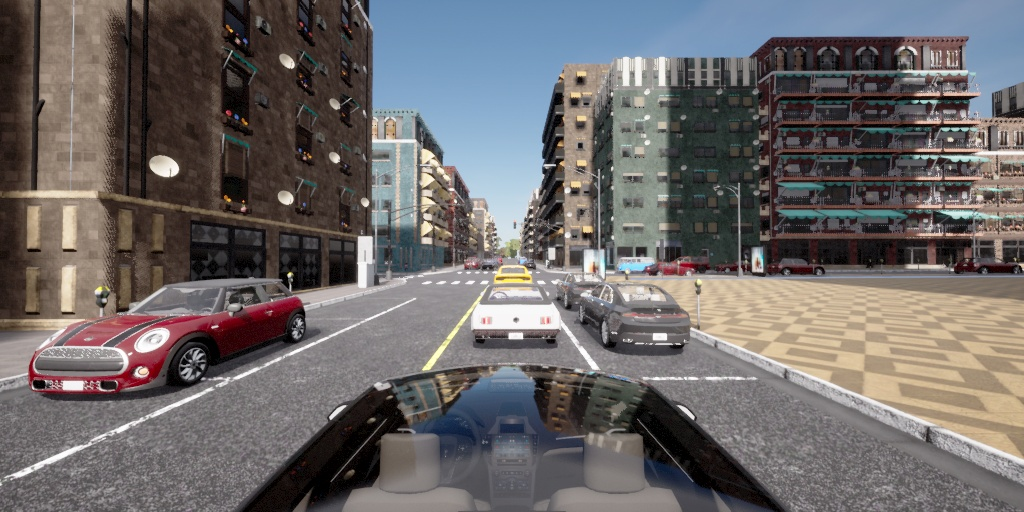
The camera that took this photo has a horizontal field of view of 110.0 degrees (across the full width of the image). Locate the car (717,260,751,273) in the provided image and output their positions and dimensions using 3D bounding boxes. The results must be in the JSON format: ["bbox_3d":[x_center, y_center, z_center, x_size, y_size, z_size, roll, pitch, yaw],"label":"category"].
[{"bbox_3d":[24.739,1.165,39.550,4.507,1.381,1.888,0,0,0],"label":"car"}]

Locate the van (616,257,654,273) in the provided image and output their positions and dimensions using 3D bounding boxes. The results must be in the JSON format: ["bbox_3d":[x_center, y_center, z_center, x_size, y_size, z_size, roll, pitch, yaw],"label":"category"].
[{"bbox_3d":[13.683,1.046,39.604,3.998,1.789,1.690,0,0,0],"label":"van"}]

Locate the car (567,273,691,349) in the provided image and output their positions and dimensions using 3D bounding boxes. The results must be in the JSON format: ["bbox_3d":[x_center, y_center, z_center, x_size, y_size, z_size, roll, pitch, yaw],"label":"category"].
[{"bbox_3d":[2.804,1.303,9.002,2.007,1.370,4.403,0,0,0],"label":"car"}]

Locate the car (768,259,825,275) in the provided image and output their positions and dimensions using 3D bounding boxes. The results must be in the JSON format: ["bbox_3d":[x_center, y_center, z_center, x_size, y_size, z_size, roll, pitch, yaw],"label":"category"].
[{"bbox_3d":[24.696,0.936,31.170,4.097,1.591,1.967,0,0,0],"label":"car"}]

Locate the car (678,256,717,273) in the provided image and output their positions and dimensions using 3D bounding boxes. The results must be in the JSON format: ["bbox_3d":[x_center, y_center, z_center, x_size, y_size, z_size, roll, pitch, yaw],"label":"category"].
[{"bbox_3d":[19.211,0.977,39.577,5.009,1.841,2.192,0,0,0],"label":"car"}]

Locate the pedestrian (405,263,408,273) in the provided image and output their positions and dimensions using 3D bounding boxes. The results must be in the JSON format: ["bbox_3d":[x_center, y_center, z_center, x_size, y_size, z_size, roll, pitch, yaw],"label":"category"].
[{"bbox_3d":[-12.623,1.097,42.694,0.375,1.860,0.375,0,0,0],"label":"pedestrian"}]

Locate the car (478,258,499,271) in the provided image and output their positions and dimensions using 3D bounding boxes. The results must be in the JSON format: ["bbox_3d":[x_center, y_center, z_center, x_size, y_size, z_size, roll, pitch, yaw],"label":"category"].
[{"bbox_3d":[-3.228,1.368,50.455,1.895,1.301,4.718,0,0,1],"label":"car"}]

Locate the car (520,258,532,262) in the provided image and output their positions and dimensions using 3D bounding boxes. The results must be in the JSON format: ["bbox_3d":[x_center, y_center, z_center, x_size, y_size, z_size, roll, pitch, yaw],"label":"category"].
[{"bbox_3d":[2.574,1.334,52.764,1.948,1.339,4.313,0,0,0],"label":"car"}]

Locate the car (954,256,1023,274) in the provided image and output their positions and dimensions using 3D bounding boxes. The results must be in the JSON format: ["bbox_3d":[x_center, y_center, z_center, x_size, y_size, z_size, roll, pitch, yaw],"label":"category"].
[{"bbox_3d":[41.277,0.812,31.089,4.097,1.591,1.967,0,0,0],"label":"car"}]

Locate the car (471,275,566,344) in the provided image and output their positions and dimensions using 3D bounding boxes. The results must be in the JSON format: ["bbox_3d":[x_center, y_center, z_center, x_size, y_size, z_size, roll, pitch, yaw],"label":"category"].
[{"bbox_3d":[0.081,1.353,9.585,1.895,1.301,4.718,0,0,0],"label":"car"}]

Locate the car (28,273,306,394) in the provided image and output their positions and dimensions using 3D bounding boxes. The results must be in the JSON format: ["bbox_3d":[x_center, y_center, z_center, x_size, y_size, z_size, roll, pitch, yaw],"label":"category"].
[{"bbox_3d":[-5.830,1.191,6.747,1.967,1.591,4.097,0,0,0],"label":"car"}]

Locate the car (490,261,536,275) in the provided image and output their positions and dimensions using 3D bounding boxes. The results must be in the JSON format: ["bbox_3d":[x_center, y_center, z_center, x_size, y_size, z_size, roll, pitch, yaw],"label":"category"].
[{"bbox_3d":[0.053,1.233,19.038,1.882,1.535,5.008,0,0,0],"label":"car"}]

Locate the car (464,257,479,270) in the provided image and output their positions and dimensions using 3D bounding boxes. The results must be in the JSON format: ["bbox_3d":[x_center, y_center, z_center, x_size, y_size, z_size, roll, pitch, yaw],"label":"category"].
[{"bbox_3d":[-5.807,1.083,52.785,2.192,1.841,5.009,0,0,0],"label":"car"}]

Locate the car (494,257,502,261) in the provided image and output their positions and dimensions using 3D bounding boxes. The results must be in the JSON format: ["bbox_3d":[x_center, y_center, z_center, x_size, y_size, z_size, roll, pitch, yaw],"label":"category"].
[{"bbox_3d":[-3.218,1.319,60.148,2.033,1.411,5.357,0,0,0],"label":"car"}]

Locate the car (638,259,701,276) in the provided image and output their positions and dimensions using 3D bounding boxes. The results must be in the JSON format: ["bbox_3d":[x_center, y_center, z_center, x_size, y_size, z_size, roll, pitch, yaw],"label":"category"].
[{"bbox_3d":[13.640,1.163,31.224,4.207,1.307,1.802,0,0,0],"label":"car"}]

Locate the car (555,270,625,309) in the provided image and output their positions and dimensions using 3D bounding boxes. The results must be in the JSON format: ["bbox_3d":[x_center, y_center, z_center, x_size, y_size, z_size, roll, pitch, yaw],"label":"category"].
[{"bbox_3d":[2.791,1.304,14.572,2.007,1.370,4.403,0,0,0],"label":"car"}]
